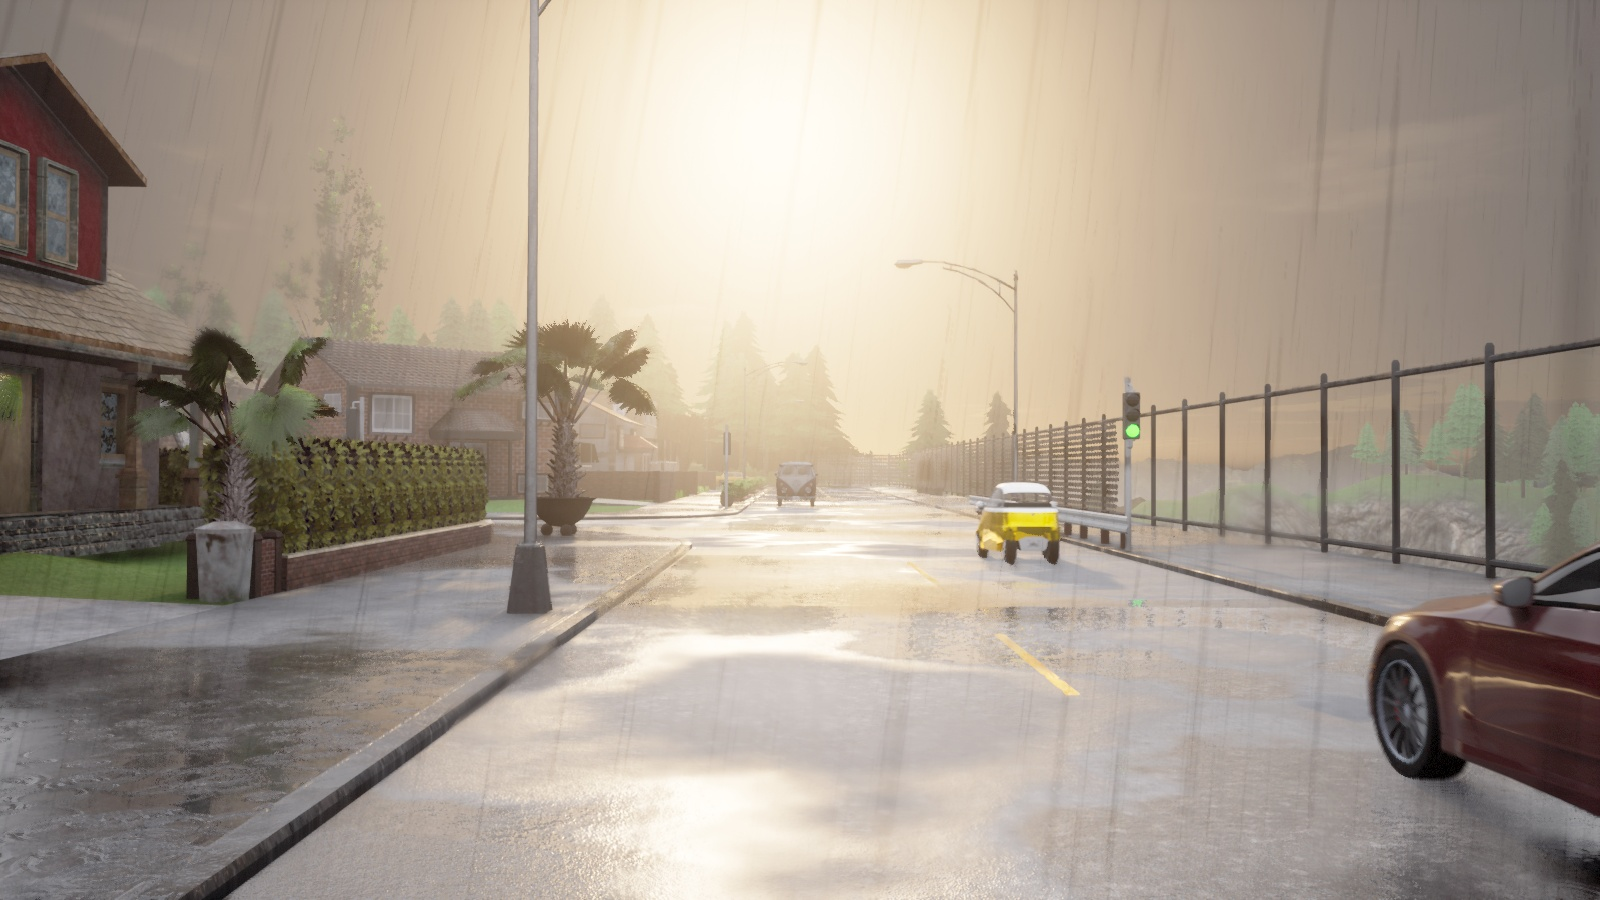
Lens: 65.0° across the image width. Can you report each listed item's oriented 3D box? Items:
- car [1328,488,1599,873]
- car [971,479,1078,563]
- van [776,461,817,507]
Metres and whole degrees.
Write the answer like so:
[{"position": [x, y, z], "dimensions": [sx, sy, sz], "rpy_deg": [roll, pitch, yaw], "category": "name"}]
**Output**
[{"position": [3.987, 0.908, 4.967], "dimensions": [1.812, 1.442, 4.674], "rpy_deg": [0, -1, 0], "category": "car"}, {"position": [3.944, 1.228, 22.317], "dimensions": [1.481, 1.376, 2.207], "rpy_deg": [0, -1, 0], "category": "car"}, {"position": [-0.157, 1.509, 56.159], "dimensions": [1.775, 1.987, 4.442], "rpy_deg": [0, -1, 0], "category": "van"}]
